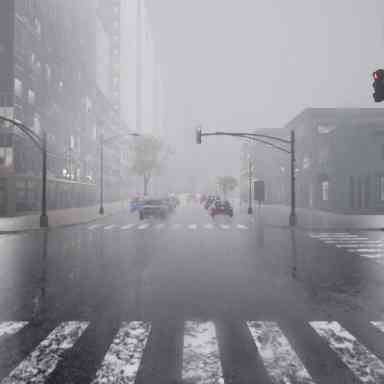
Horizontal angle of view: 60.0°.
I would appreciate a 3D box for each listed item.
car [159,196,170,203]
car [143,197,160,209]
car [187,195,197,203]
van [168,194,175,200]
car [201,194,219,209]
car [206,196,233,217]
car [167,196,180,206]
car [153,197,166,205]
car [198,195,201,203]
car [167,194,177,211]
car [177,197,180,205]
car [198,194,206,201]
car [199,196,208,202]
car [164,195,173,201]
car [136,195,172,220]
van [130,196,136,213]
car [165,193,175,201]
[{"bbox_3d":[-5.765,1.575,70.645,1.947,1.339,4.313,1,0,0],"label":"car"},{"bbox_3d":[-5.735,1.533,47.779,1.752,1.417,4.829,1,0,0],"label":"car"},{"bbox_3d":[0.014,1.361,69.553,2.097,1.767,4.553,0,0,0],"label":"car"},{"bbox_3d":[-5.789,1.351,93.341,1.690,1.788,3.998,1,0,0],"label":"van"},{"bbox_3d":[2.655,1.322,42.325,2.192,1.841,5.009,1,0,0],"label":"car"},{"bbox_3d":[2.667,1.445,30.977,1.967,1.590,4.097,1,0,0],"label":"car"},{"bbox_3d":[-3.132,1.485,56.994,1.882,1.535,5.008,0,0,1],"label":"car"},{"bbox_3d":[-5.751,1.590,59.297,1.802,1.307,4.206,1,0,0],"label":"car"},{"bbox_3d":[2.627,1.323,65.021,2.192,1.841,5.009,1,0,0],"label":"car"},{"bbox_3d":[-3.143,1.358,37.004,2.097,1.767,4.553,0,0,0],"label":"car"},{"bbox_3d":[-3.148,1.499,46.890,2.128,1.511,4.902,0,0,0],"label":"car"},{"bbox_3d":[2.596,1.450,87.716,1.967,1.590,4.097,1,0,0],"label":"car"},{"bbox_3d":[2.608,1.575,76.369,1.947,1.339,4.313,1,0,0],"label":"car"},{"bbox_3d":[-5.778,1.560,81.993,2.008,1.369,4.403,1,0,0],"label":"car"},{"bbox_3d":[-3.134,1.357,28.091,2.097,1.767,4.553,0,0,0],"label":"car"},{"bbox_3d":[-5.718,1.347,36.602,1.690,1.788,3.998,1,0,0],"label":"van"},{"bbox_3d":[-5.781,1.325,87.668,2.192,1.841,5.009,1,0,0],"label":"car"}]
